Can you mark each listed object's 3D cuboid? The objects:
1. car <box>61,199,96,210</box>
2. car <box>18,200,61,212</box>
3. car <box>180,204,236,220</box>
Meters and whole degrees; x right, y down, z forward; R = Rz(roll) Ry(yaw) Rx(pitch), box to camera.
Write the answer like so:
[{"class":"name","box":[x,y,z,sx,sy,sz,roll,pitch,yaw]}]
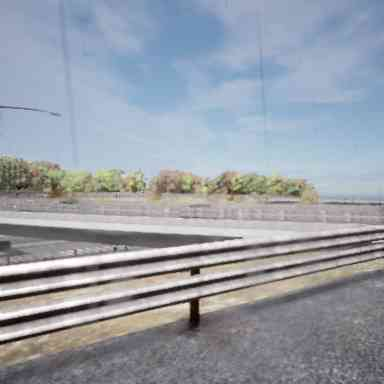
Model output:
[{"class":"car","box":[-14.116,1.573,41.079,5.008,1.535,1.882,0,-1,27]},{"class":"car","box":[-18.158,1.616,39.216,4.718,1.301,1.895,1,-1,28]},{"class":"car","box":[1.291,1.690,27.510,4.674,1.442,1.812,1,0,15]}]
